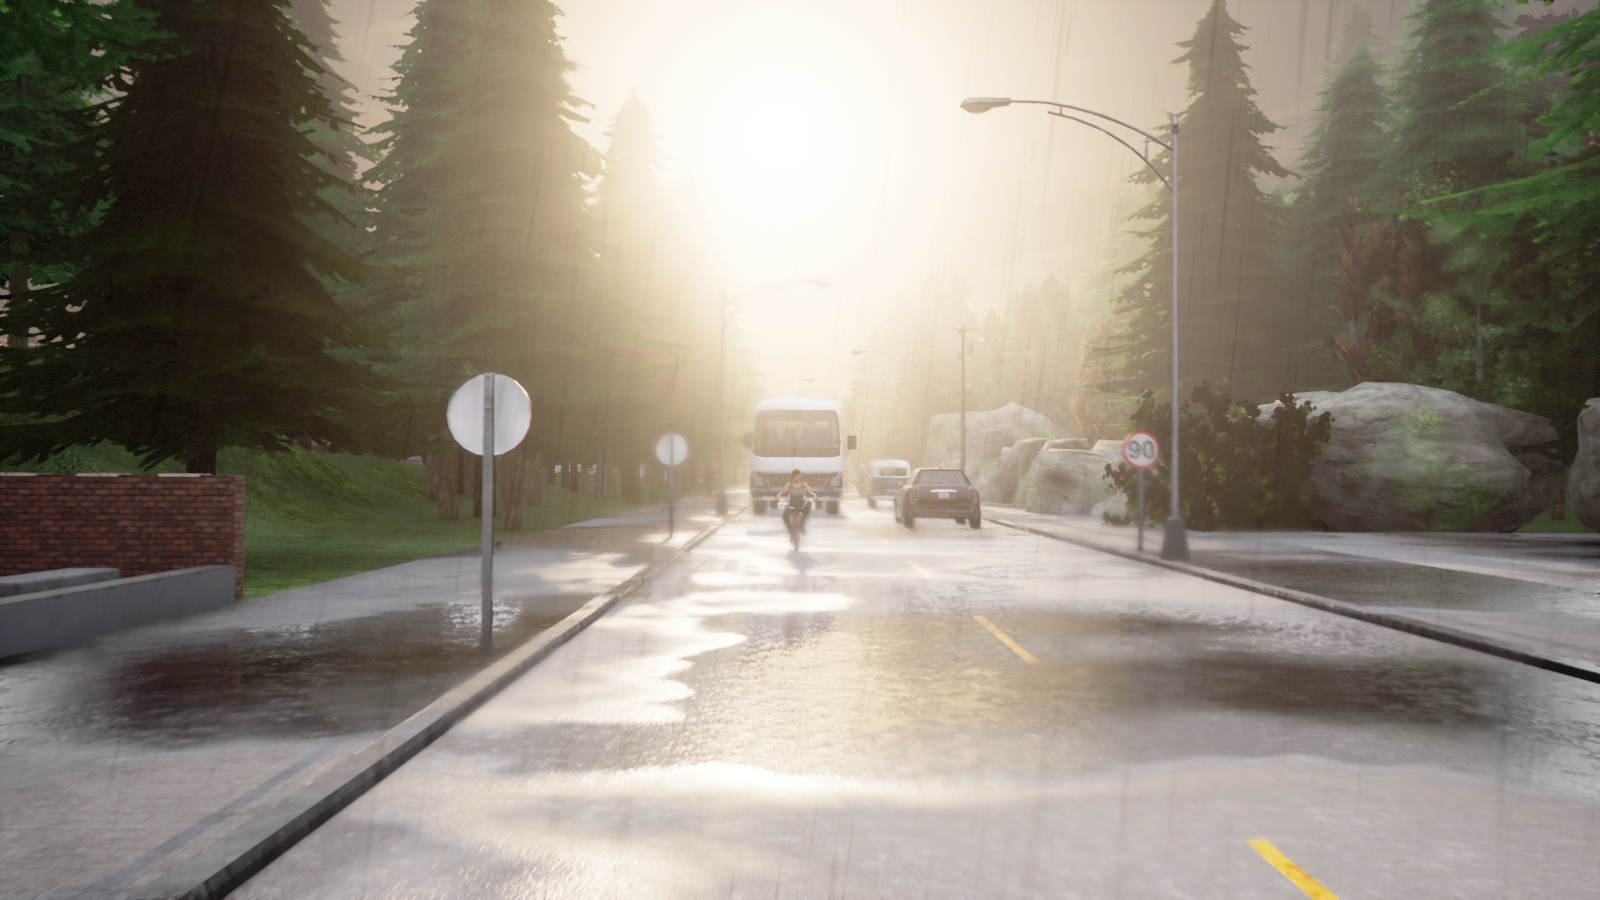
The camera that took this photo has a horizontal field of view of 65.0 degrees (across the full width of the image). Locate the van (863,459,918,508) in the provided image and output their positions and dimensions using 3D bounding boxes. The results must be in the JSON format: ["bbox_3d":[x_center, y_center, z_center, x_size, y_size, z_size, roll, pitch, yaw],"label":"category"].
[{"bbox_3d":[3.892,1.440,54.692,2.069,2.038,4.480,0,-1,0],"label":"van"}]

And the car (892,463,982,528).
[{"bbox_3d":[3.912,1.268,36.520,2.097,1.767,4.553,0,-1,0],"label":"car"}]

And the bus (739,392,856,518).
[{"bbox_3d":[-0.105,0.235,47.569,3.944,4.253,10.273,0,-1,0],"label":"bus"}]

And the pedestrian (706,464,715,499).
[{"bbox_3d":[-4.669,1.634,65.177,0.431,1.840,0.703,0,-1,-7],"label":"pedestrian"}]

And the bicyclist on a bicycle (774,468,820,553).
[{"bbox_3d":[-0.057,1.164,24.666,0.866,1.612,1.509,0,-1,0],"label":"bicyclist on a bicycle"}]
